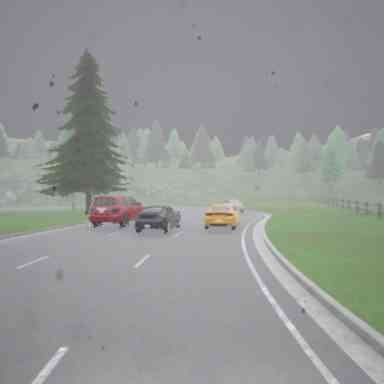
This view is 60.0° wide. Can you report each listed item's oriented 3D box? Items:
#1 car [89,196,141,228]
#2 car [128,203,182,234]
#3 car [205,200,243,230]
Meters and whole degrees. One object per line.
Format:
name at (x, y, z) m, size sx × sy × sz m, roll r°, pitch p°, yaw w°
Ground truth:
car at (-4.897, 1.281, 22.745) m, size 2.150 × 2.045 × 5.566 m, roll 0°, pitch 0°, yaw 13°
car at (-1.902, 1.553, 19.872) m, size 1.837 × 1.490 × 4.892 m, roll -1°, pitch 0°, yaw 11°
car at (2.074, 1.524, 21.787) m, size 1.882 × 1.535 × 5.008 m, roll 0°, pitch 0°, yaw 12°
